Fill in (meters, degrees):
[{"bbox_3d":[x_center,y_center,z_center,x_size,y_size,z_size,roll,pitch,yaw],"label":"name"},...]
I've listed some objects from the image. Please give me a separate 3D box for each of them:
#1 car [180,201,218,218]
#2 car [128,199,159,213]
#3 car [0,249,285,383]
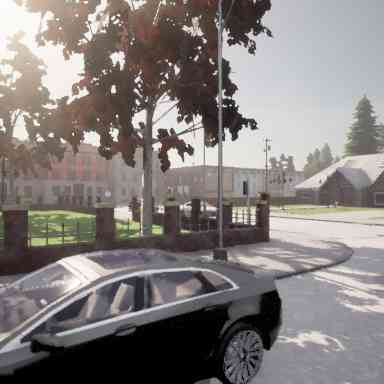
[{"bbox_3d":[0.645,1.526,28.388,1.812,1.442,4.674,0,0,-36],"label":"car"},{"bbox_3d":[-5.419,1.490,36.952,2.128,1.511,4.902,0,0,-35],"label":"car"},{"bbox_3d":[-1.064,1.491,3.769,4.902,1.511,2.128,0,0,-35],"label":"car"}]
